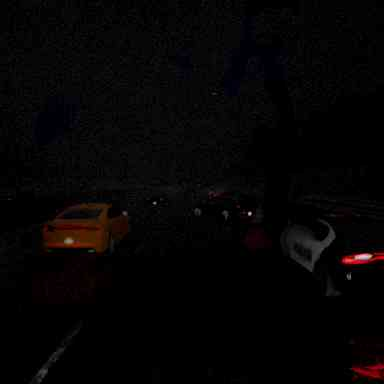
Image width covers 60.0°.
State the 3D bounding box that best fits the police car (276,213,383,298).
[{"bbox_3d":[3.468,1.277,8.056,2.038,1.542,4.974,0,2,0],"label":"police car"}]

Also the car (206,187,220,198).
[{"bbox_3d":[3.293,0.033,52.253,1.801,1.575,5.366,0,1,0],"label":"car"}]

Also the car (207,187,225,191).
[{"bbox_3d":[3.337,0.372,41.092,2.163,1.488,4.792,0,2,0],"label":"car"}]

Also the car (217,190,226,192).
[{"bbox_3d":[3.381,0.765,30.092,1.895,1.301,4.718,0,2,0],"label":"car"}]

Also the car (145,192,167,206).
[{"bbox_3d":[-3.534,0.669,33.620,1.895,1.301,4.718,0,2,0],"label":"car"}]

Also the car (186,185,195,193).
[{"bbox_3d":[-0.304,-0.527,76.664,1.837,1.490,4.892,0,1,0],"label":"car"}]

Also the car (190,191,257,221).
[{"bbox_3d":[1.963,0.920,20.971,1.837,1.490,4.892,-1,2,-33],"label":"car"}]

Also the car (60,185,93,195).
[{"bbox_3d":[-14.242,0.065,42.217,2.150,2.045,5.566,0,1,0],"label":"car"}]

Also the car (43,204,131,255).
[{"bbox_3d":[-3.446,1.148,11.756,1.882,1.535,5.008,0,2,0],"label":"car"}]

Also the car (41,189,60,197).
[{"bbox_3d":[-17.741,0.371,42.891,2.033,1.411,5.357,0,1,0],"label":"car"}]

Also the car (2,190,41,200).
[{"bbox_3d":[-21.239,0.415,41.229,2.033,1.411,5.357,0,1,0],"label":"car"}]

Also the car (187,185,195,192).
[{"bbox_3d":[-0.342,-0.903,86.051,2.097,1.767,4.553,0,1,0],"label":"car"}]
